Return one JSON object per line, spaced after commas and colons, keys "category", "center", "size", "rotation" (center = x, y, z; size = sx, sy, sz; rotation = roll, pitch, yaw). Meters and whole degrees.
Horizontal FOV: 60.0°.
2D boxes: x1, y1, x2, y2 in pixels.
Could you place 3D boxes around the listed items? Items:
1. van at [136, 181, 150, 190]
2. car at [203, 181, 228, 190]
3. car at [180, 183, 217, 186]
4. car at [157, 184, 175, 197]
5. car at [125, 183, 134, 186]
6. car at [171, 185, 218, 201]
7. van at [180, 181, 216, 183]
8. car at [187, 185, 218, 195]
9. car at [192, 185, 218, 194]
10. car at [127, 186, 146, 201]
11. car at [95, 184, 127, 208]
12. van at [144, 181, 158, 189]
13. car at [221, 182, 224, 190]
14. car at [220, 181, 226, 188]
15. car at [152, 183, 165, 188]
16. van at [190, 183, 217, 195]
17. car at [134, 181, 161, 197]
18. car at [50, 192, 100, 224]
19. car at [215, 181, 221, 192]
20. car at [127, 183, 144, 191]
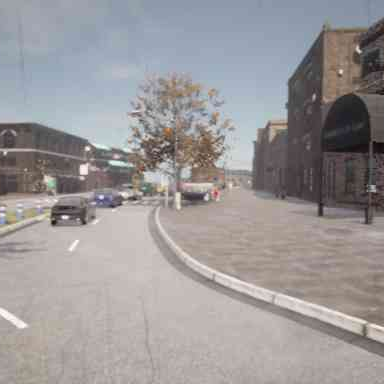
{"category": "van", "center": [-11.472, -1.641, 78.867], "size": [1.878, 1.987, 4.442], "rotation": [1, 2, 12]}
{"category": "car", "center": [5.753, -1.556, 80.736], "size": [5.566, 2.045, 2.435], "rotation": [1, 2, 12]}
{"category": "car", "center": [0.596, 0.098, 42.885], "size": [4.553, 1.767, 2.185], "rotation": [1, 2, 5]}
{"category": "car", "center": [-3.617, -0.074, 50.322], "size": [1.812, 1.442, 4.674], "rotation": [1, 2, 6]}
{"category": "car", "center": [-13.371, -0.972, 68.099], "size": [2.097, 1.535, 5.008], "rotation": [1, 2, 9]}
{"category": "car", "center": [0.326, 0.323, 40.150], "size": [4.892, 1.521, 2.231], "rotation": [1, 2, 5]}
{"category": "van", "center": [0.681, -0.106, 45.639], "size": [4.442, 1.987, 1.878], "rotation": [1, 2, 5]}
{"category": "car", "center": [1.958, -0.407, 59.117], "size": [5.366, 1.575, 1.946], "rotation": [1, 2, 7]}
{"category": "car", "center": [2.497, -0.471, 61.799], "size": [4.674, 1.452, 2.002], "rotation": [1, 3, 8]}
{"category": "car", "center": [-7.360, 0.320, 40.501], "size": [1.895, 1.301, 4.718], "rotation": [1, 2, 5]}
{"category": "car", "center": [-7.695, 0.427, 30.381], "size": [2.097, 1.767, 4.553], "rotation": [1, 2, 0]}
{"category": "van", "center": [-10.355, -1.850, 84.288], "size": [1.878, 1.987, 4.442], "rotation": [1, 2, 13]}
{"category": "car", "center": [3.714, -0.850, 69.891], "size": [4.892, 1.521, 2.231], "rotation": [1, 3, 10]}
{"category": "car", "center": [4.670, -1.060, 75.393], "size": [4.792, 1.488, 2.163], "rotation": [1, 2, 11]}
{"category": "car", "center": [-9.074, -1.772, 89.819], "size": [2.002, 1.452, 4.674], "rotation": [1, 2, 14]}
{"category": "van", "center": [1.935, -0.515, 56.360], "size": [4.442, 1.987, 1.878], "rotation": [1, 2, 7]}
{"category": "car", "center": [-6.622, -0.418, 50.262], "size": [2.150, 2.045, 5.566], "rotation": [1, 2, 5]}
{"category": "car", "center": [-6.811, 0.975, 19.435], "size": [1.837, 1.490, 4.892], "rotation": [1, 2, -8]}
{"category": "car", "center": [1.051, -0.229, 48.360], "size": [5.566, 2.045, 2.435], "rotation": [1, 2, 5]}
{"category": "car", "center": [-12.481, -1.165, 73.516], "size": [2.163, 1.488, 4.792], "rotation": [1, 3, 11]}
